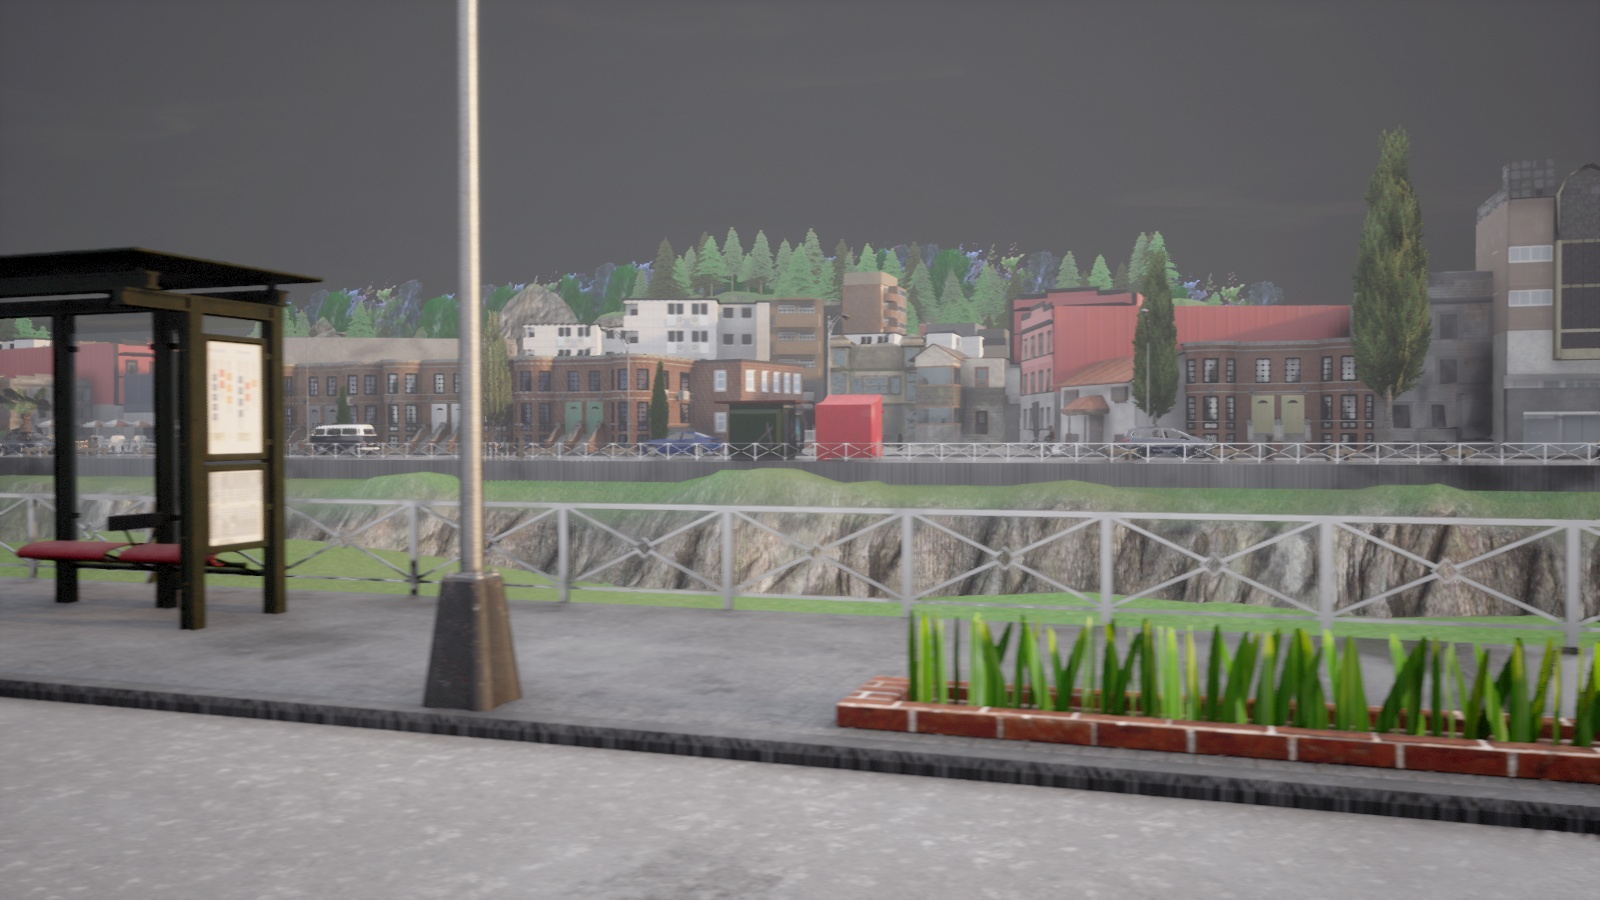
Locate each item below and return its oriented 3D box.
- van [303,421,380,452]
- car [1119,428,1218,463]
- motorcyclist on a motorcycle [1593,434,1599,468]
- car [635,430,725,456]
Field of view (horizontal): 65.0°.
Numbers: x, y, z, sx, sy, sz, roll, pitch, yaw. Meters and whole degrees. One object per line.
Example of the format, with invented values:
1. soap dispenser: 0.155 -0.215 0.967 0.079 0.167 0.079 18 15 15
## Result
1. van: -30.377 -0.897 83.243 4.480 2.038 2.069 1 1 19
2. car: 18.398 -0.263 62.632 4.611 1.667 2.242 1 1 19
3. motorcyclist on a motorcycle: 36.928 0.044 56.406 2.044 1.523 0.797 1 1 19
4. car: -7.218 -0.431 75.462 5.008 1.535 1.882 1 1 19
